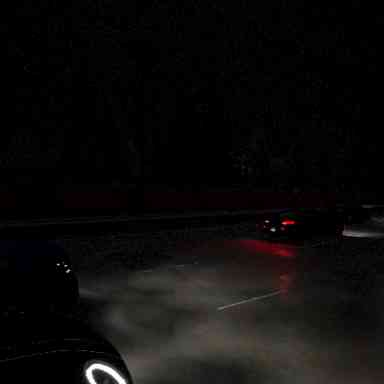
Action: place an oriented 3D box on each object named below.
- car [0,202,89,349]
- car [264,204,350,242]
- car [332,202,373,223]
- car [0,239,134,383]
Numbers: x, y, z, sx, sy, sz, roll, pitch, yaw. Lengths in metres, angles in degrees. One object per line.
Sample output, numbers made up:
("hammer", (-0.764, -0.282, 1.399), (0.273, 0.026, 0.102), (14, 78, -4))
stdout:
("car", (-4.604, 1.219, 4.758), (5.566, 2.045, 2.150), (0, 0, -36))
("car", (5.526, 1.526, 16.389), (4.674, 1.442, 1.812), (0, 0, -36))
("car", (11.823, 1.477, 25.280), (5.008, 1.535, 1.882), (0, 0, -36))
("car", (-2.571, 1.353, 1.909), (4.553, 1.767, 2.097), (0, 0, -36))
